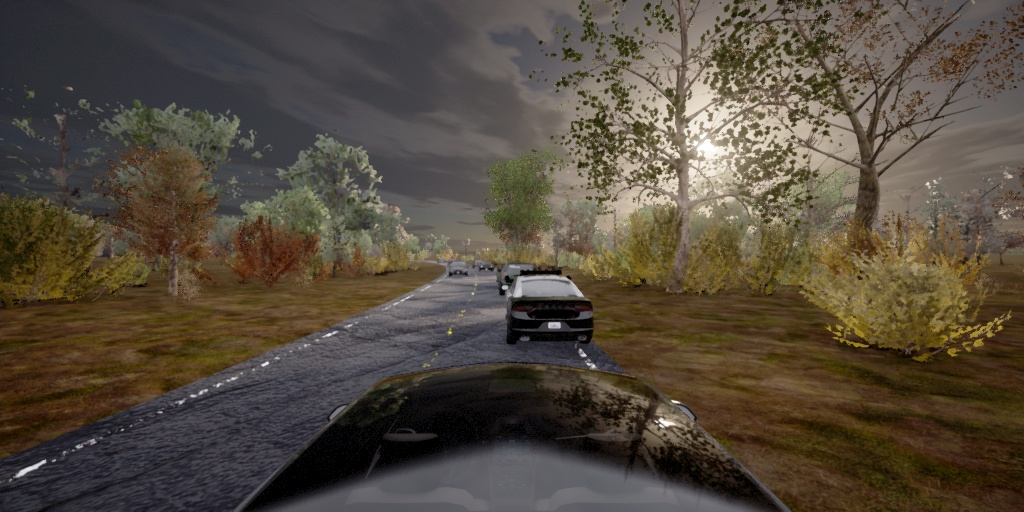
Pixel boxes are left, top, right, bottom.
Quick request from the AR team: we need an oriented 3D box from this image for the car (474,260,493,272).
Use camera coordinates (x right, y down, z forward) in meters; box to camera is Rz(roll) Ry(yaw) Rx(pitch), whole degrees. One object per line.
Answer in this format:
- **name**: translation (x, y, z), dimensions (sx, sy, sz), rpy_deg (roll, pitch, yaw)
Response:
- **car**: translation (-3.495, 1.341, 46.602), dimensions (1.895, 1.301, 4.718), rpy_deg (0, 0, -9)

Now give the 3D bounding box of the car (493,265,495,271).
- **car**: translation (-0.155, 1.250, 25.697), dimensions (1.837, 1.490, 4.892), rpy_deg (0, 0, -5)

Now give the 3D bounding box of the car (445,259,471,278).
- **car**: translation (-5.103, 1.249, 34.501), dimensions (1.837, 1.490, 4.892), rpy_deg (0, 0, -7)

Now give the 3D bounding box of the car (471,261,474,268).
- **car**: translation (-5.592, 1.284, 58.841), dimensions (2.033, 1.411, 5.357), rpy_deg (0, 0, -11)

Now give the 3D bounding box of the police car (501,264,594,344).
- **police car**: translation (0.765, 1.174, 9.708), dimensions (1.930, 1.638, 5.238), rpy_deg (0, 0, -2)

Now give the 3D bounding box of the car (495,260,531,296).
- **car**: translation (0.292, 1.097, 19.636), dimensions (2.097, 1.767, 4.553), rpy_deg (0, 0, -4)
